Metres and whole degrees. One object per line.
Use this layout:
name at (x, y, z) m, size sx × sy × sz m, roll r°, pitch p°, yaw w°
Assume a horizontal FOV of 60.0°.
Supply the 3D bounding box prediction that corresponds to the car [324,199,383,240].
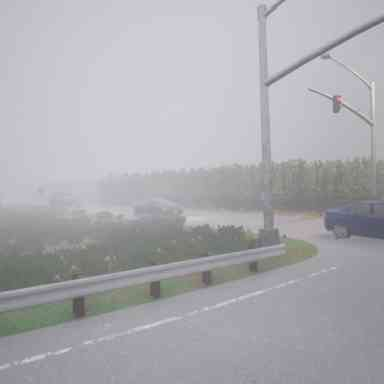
car at (7.270, 1.042, 12.092) m, size 1.882 × 1.535 × 5.008 m, roll -3°, pitch 1°, yaw -30°

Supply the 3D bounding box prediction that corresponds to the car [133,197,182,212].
car at (-2.619, 1.125, 24.553) m, size 1.812 × 1.442 × 4.674 m, roll -3°, pitch 2°, yaw -41°

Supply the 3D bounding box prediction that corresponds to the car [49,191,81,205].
car at (-15.135, 0.932, 39.270) m, size 2.150 × 2.045 × 5.566 m, roll -3°, pitch 2°, yaw -41°
